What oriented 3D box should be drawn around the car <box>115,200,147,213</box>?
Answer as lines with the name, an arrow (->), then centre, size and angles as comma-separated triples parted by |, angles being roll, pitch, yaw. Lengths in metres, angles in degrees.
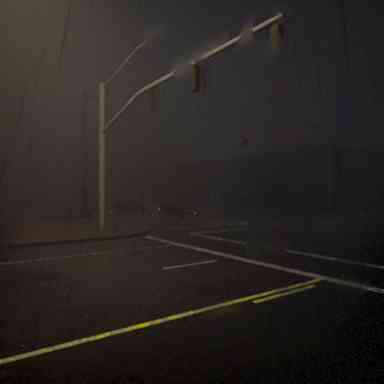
car -> -6.975, 1.615, 37.667 | 1.895, 1.301, 4.718 | 0, 0, -36

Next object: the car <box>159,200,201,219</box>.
car -> -1.171, 1.506, 29.581 | 2.128, 1.511, 4.902 | 0, 0, -36

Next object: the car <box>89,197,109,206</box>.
car -> -15.700, 1.581, 56.072 | 1.994, 1.385, 4.181 | 0, 0, -35

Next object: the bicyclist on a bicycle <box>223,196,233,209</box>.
bicyclist on a bicycle -> 4.445, 1.329, 40.594 | 1.656, 1.620, 0.582 | 0, 0, -36

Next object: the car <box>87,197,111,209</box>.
car -> -12.860, 1.492, 45.880 | 1.882, 1.535, 5.008 | 0, 0, -35

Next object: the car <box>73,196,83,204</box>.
car -> -21.531, 1.542, 64.108 | 1.812, 1.442, 4.674 | 0, 0, -36
